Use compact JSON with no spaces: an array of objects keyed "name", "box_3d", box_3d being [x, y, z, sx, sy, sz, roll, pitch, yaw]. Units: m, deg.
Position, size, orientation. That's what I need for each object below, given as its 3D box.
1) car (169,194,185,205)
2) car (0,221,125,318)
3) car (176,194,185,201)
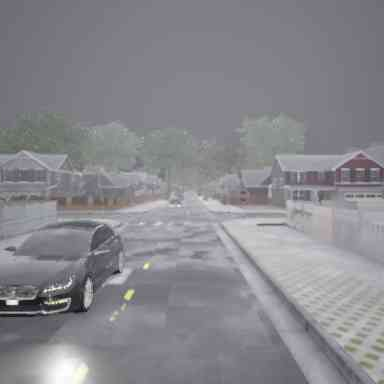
[{"name":"car","box_3d":[-2.731,1.465,55.850,2.033,1.411,5.357,0,0,0]},{"name":"car","box_3d":[-2.834,1.494,7.691,1.837,1.490,4.892,0,0,0]},{"name":"car","box_3d":[-2.723,1.351,79.745,1.837,1.490,4.892,0,0,0]}]
